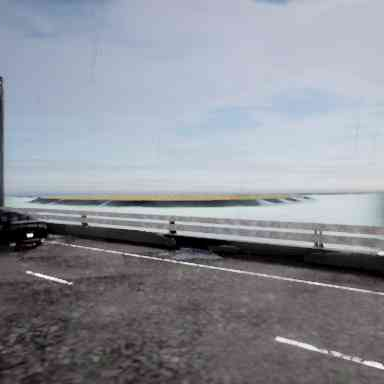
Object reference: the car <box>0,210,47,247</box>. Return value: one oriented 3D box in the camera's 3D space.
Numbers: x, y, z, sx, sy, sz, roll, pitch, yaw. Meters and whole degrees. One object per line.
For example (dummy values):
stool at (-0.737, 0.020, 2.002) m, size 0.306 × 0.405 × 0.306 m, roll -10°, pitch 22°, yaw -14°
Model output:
car at (-8.125, 1.484, 14.013) m, size 5.008 × 1.535 × 1.882 m, roll 0°, pitch 0°, yaw 36°
